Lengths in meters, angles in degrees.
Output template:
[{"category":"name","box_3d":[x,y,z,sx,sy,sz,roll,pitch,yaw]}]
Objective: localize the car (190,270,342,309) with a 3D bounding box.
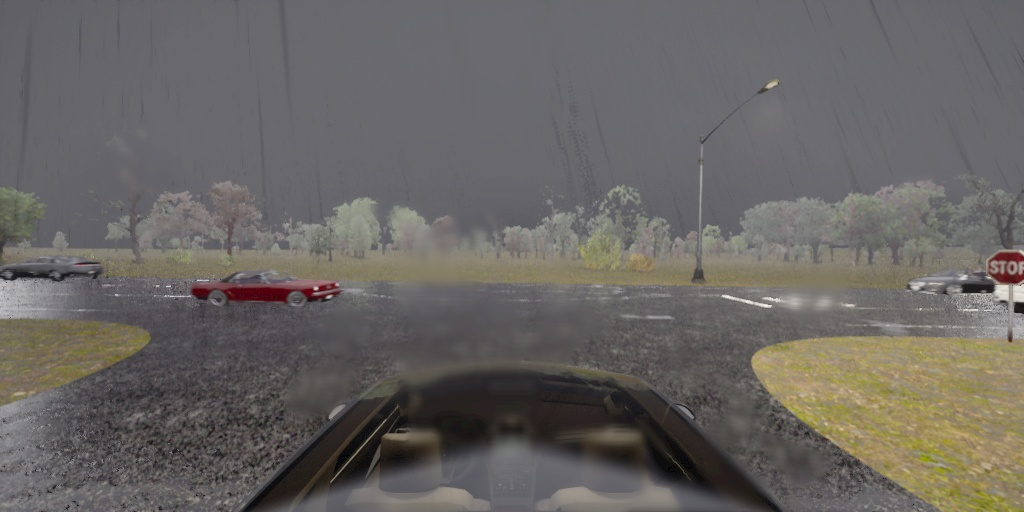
[{"category":"car","box_3d":[-9.105,1.203,13.580,4.718,1.301,1.895,1,1,2]}]

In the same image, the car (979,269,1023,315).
[{"category":"car","box_3d":[20.594,1.203,12.439,5.566,2.045,2.150,1,1,2]}]

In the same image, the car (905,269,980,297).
[{"category":"car","box_3d":[24.301,1.433,19.316,4.902,1.511,2.128,0,1,2]}]

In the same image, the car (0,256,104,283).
[{"category":"car","box_3d":[-27.264,0.732,21.267,4.902,1.511,2.128,1,1,2]}]
